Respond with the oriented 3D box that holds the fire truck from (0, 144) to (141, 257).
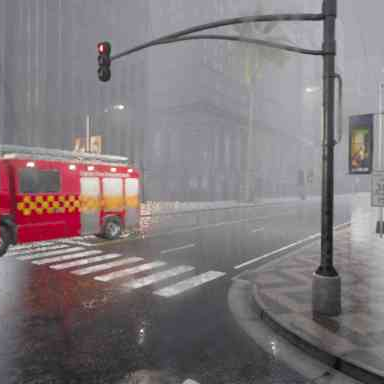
[{"bbox_3d":[-6.008,0.257,13.535,2.891,3.827,8.468,1,1,36],"label":"fire truck"}]
